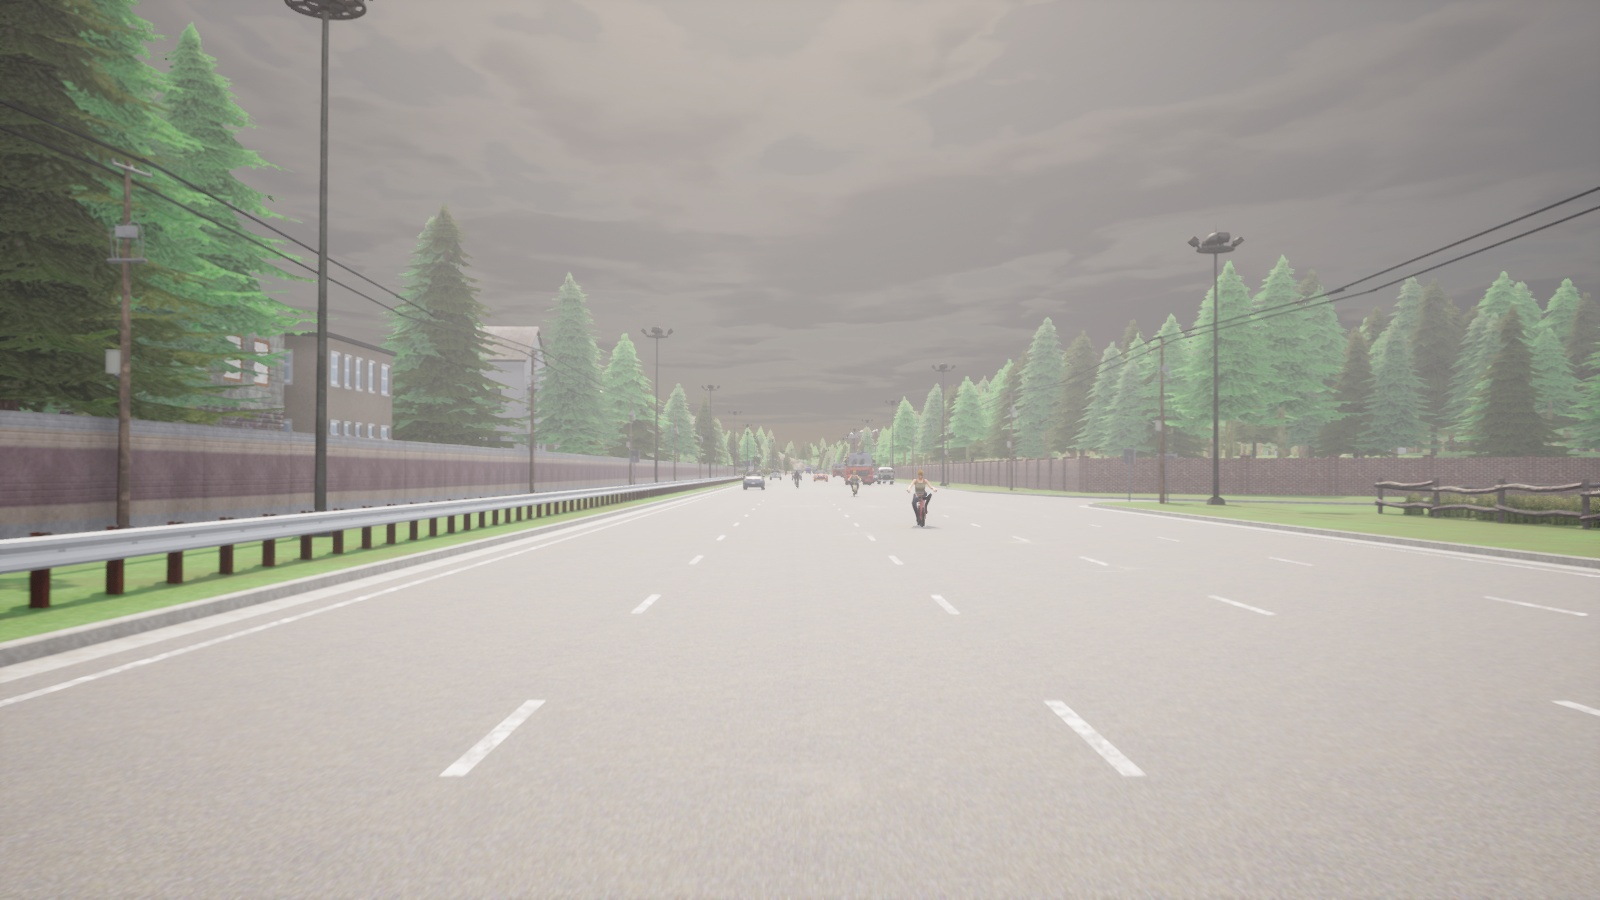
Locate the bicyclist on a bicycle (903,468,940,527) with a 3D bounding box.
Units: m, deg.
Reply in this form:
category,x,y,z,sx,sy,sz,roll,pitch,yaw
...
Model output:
category,x,y,z,sx,sy,sz,roll,pitch,yaw
bicyclist on a bicycle,3.411,1.328,35.273,0.866,1.612,1.509,0,-1,0
